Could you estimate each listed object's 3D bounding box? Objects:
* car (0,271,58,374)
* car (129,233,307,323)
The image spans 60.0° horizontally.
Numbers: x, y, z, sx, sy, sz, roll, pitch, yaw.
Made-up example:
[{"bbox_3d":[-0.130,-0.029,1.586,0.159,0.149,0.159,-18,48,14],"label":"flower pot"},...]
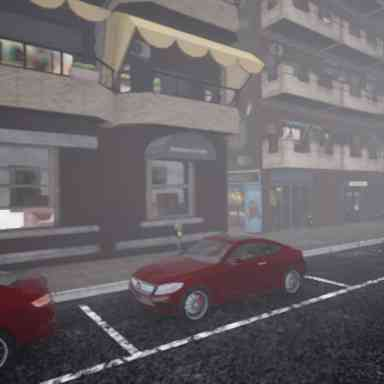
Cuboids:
[{"bbox_3d":[-3.816,1.582,3.850,4.206,1.307,1.802,0,-1,-36],"label":"car"},{"bbox_3d":[0.744,1.582,7.104,4.206,1.307,1.802,0,-1,-36],"label":"car"}]
